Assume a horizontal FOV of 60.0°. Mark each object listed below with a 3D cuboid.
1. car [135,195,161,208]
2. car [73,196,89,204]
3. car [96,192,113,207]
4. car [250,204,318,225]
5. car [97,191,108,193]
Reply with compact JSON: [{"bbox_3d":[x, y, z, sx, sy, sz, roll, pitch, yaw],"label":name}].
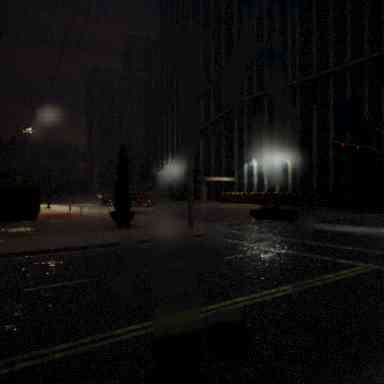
[{"bbox_3d":[-6.192,1.248,46.790,2.097,1.767,4.553,0,0,-36],"label":"car"},{"bbox_3d":[-20.122,1.476,60.227,1.994,1.385,4.181,0,0,-36],"label":"car"},{"bbox_3d":[-11.888,1.264,48.705,2.097,1.767,4.553,0,0,-36],"label":"car"},{"bbox_3d":[6.426,1.512,23.563,1.895,1.301,4.718,0,0,-36],"label":"car"},{"bbox_3d":[-15.530,0.774,59.846,2.150,2.045,5.566,0,0,-36],"label":"car"}]
